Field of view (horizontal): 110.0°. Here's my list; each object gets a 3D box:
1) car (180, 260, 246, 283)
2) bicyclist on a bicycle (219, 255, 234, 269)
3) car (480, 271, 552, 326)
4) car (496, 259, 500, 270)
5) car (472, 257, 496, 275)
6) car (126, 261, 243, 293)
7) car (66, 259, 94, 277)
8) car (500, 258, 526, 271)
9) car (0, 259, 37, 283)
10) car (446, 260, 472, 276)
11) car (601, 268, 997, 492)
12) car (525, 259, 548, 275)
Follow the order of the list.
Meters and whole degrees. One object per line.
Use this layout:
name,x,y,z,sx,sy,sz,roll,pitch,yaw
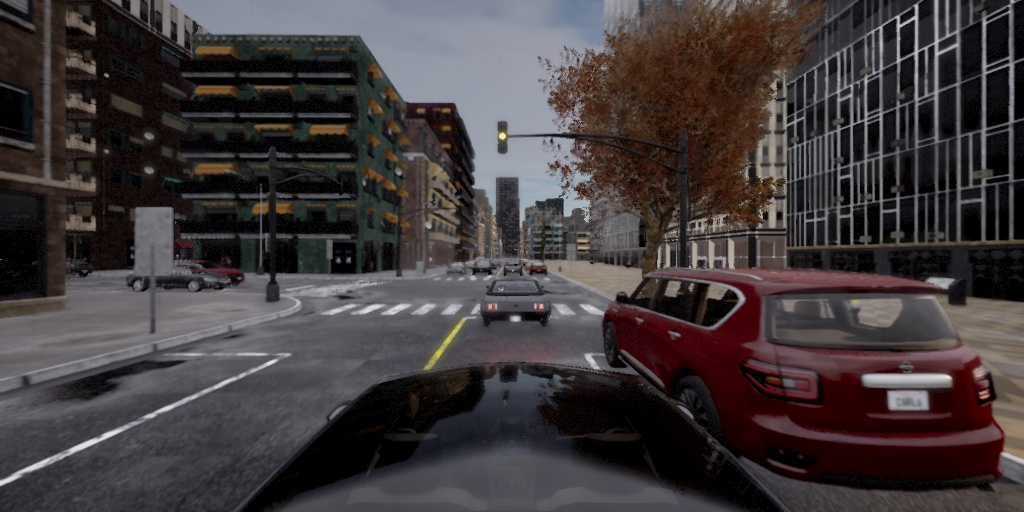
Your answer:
car,-17.971,0.979,20.372,5.008,1.535,1.882,1,0,-1
bicyclist on a bicycle,-23.166,0.730,29.058,0.582,1.620,1.656,1,0,-1
car,0.100,1.340,11.524,1.895,1.301,4.718,0,0,0
car,-3.072,1.320,50.271,1.895,1.301,4.718,0,0,0
car,-3.091,1.199,38.500,1.882,1.535,5.008,0,0,0
car,-16.433,1.073,17.798,4.403,1.370,2.007,0,0,-1
car,-33.186,0.842,26.011,4.403,1.370,2.007,0,0,-1
car,0.103,1.213,37.383,2.128,1.511,4.902,0,0,0
car,-30.479,0.819,20.246,4.902,1.511,2.128,1,0,-1
car,-5.686,1.272,37.214,2.007,1.370,4.403,0,0,0
car,2.692,1.061,4.826,2.192,1.841,5.009,0,0,0
car,2.694,1.267,37.213,1.888,1.381,4.507,0,0,0
